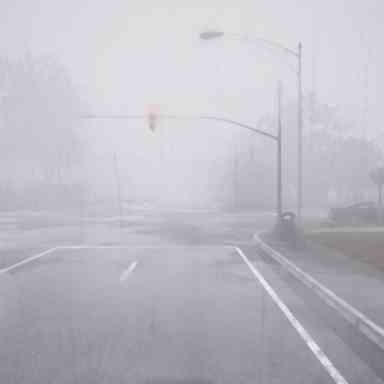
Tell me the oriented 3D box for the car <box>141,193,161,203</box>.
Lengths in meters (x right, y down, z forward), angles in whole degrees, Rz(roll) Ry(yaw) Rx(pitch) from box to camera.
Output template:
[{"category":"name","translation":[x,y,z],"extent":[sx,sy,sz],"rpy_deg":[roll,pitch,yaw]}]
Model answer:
[{"category":"car","translation":[-7.120,1.204,58.118],"extent":[1.994,1.385,4.181],"rpy_deg":[0,1,0]}]

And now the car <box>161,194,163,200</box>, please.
[{"category":"car","translation":[-7.438,1.019,73.459],"extent":[2.033,1.411,5.357],"rpy_deg":[0,1,-2]}]

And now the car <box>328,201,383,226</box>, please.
[{"category":"car","translation":[11.618,1.349,21.912],"extent":[5.008,1.535,1.882],"rpy_deg":[0,0,-3]}]

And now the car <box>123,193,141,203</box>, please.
[{"category":"car","translation":[-10.623,1.168,57.883],"extent":[1.812,1.442,4.674],"rpy_deg":[0,1,0]}]
